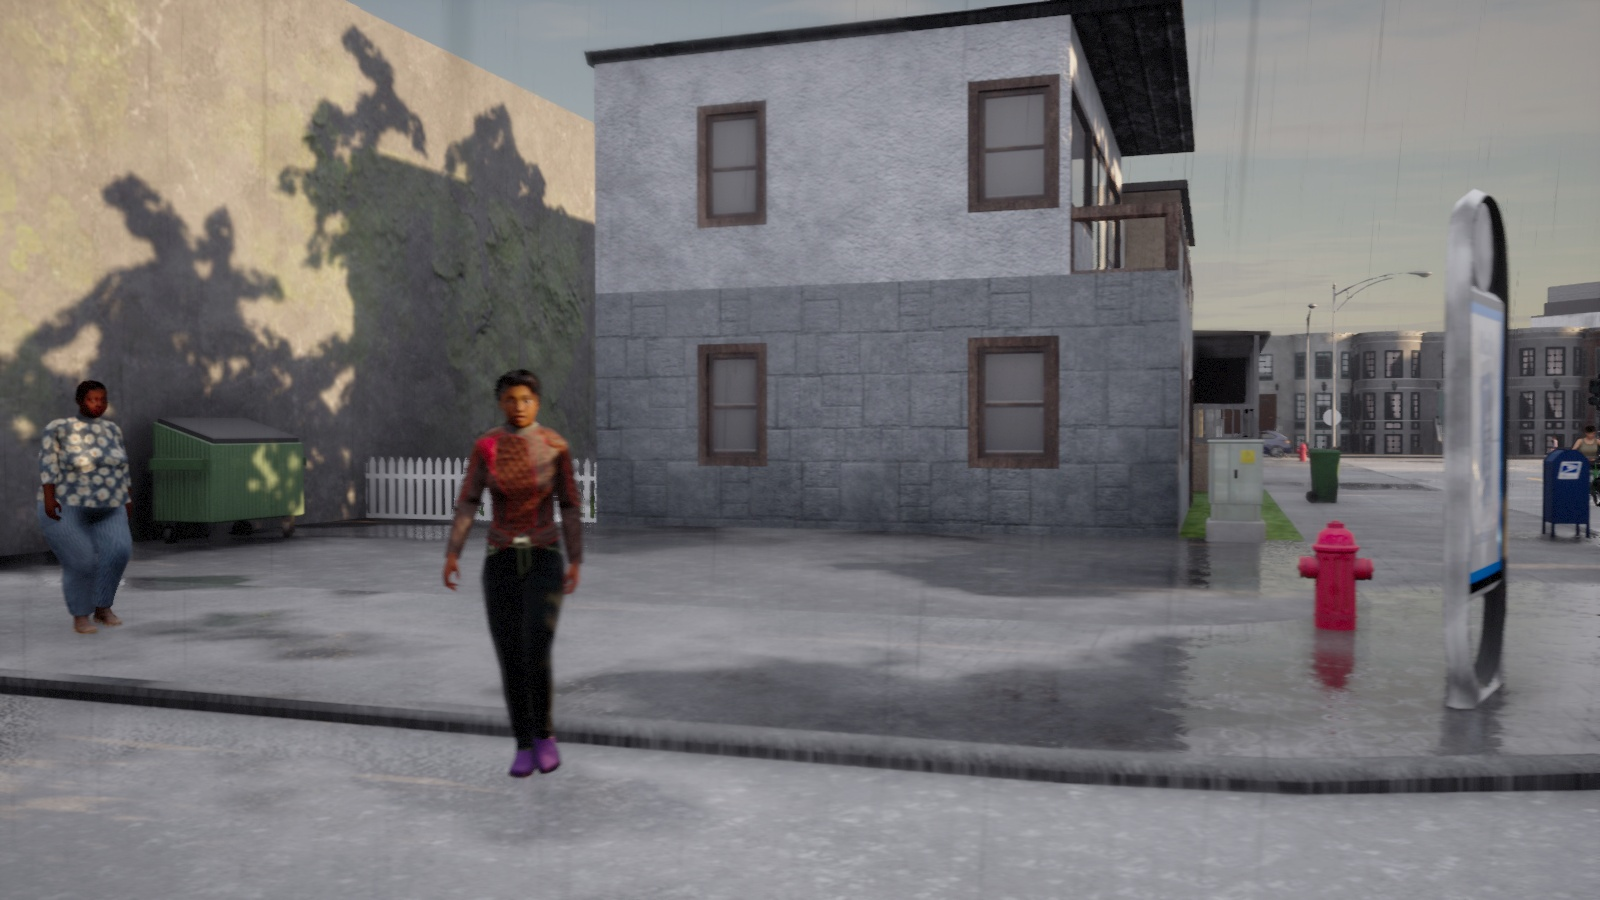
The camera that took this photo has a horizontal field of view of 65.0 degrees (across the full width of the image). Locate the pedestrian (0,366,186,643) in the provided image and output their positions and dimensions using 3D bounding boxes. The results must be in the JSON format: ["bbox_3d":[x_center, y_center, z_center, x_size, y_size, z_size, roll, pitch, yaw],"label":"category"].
[{"bbox_3d":[-5.086,0.357,9.010,0.900,1.855,0.874,1,1,33],"label":"pedestrian"}]

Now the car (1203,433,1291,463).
[{"bbox_3d":[23.212,-0.119,65.166,4.193,1.474,1.816,1,1,23],"label":"car"}]

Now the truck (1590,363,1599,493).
[{"bbox_3d":[21.762,-0.540,30.150,2.891,3.462,7.936,1,1,18],"label":"truck"}]

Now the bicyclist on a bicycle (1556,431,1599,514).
[{"bbox_3d":[15.900,0.428,25.257,0.866,1.612,1.509,1,1,18],"label":"bicyclist on a bicycle"}]

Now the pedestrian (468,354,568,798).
[{"bbox_3d":[-1.226,0.507,5.539,0.328,1.805,0.869,0,1,-6],"label":"pedestrian"}]
